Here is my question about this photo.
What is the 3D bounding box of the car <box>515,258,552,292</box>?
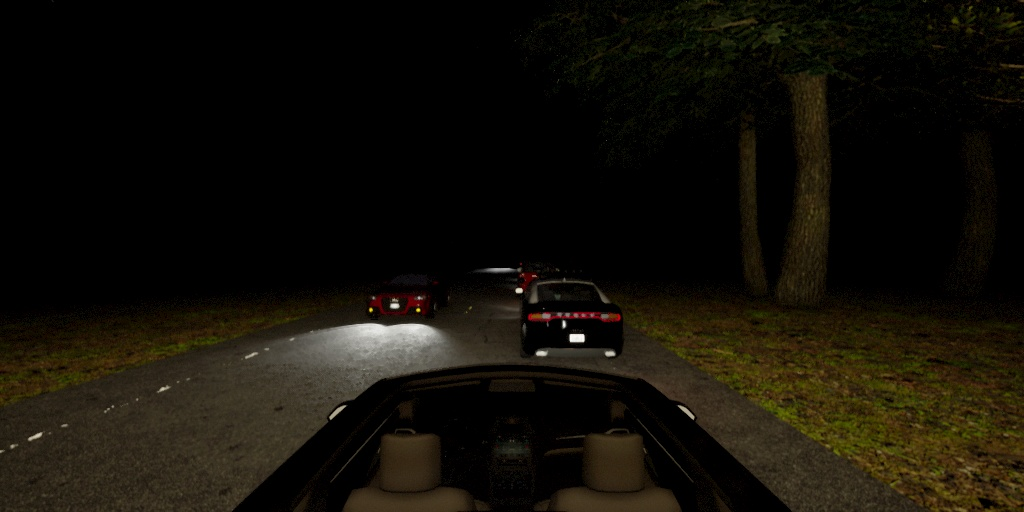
[{"bbox_3d":[1.329,1.048,18.370,2.097,1.767,4.553,0,0,2],"label":"car"}]

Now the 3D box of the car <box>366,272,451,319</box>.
[{"bbox_3d":[-3.434,1.279,12.583,1.994,1.385,4.181,0,0,1],"label":"car"}]

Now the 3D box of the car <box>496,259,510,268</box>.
[{"bbox_3d":[-1.351,1.157,54.842,1.895,1.301,4.718,0,0,5],"label":"car"}]

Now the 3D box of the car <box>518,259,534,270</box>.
[{"bbox_3d":[2.017,1.124,50.940,2.033,1.411,5.357,0,0,4],"label":"car"}]

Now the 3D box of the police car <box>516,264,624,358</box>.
[{"bbox_3d":[1.119,1.156,8.549,1.930,1.638,5.238,0,0,1],"label":"police car"}]
